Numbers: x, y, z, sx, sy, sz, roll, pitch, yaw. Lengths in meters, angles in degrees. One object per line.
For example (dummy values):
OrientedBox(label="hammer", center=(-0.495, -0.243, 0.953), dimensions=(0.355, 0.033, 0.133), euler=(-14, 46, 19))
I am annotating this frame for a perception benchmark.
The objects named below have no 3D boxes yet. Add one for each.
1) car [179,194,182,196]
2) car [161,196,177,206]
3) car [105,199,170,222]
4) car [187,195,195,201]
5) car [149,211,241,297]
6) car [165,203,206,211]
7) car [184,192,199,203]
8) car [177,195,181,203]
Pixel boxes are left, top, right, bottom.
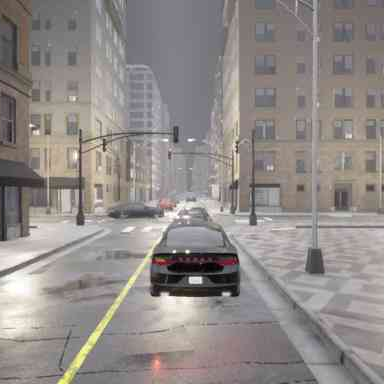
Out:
OrientedBox(label="car", center=(-3.179, 1.501, 59.701), dimensions=(1.837, 1.490, 4.892), euler=(0, 0, 0))
OrientedBox(label="car", center=(-3.172, 1.474, 39.796), dimensions=(1.882, 1.535, 5.008), euler=(0, 0, -1))
OrientedBox(label="car", center=(-4.502, 1.524, 26.456), dimensions=(4.674, 1.442, 1.812), euler=(0, 1, -27))
OrientedBox(label="car", center=(-0.163, 1.450, 80.339), dimensions=(1.837, 1.490, 4.892), euler=(0, 0, 0))
OrientedBox(label="car", center=(0.059, 1.477, 8.618), dimensions=(1.882, 1.535, 5.008), euler=(0, 0, 0))
OrientedBox(label="car", center=(0.073, 1.546, 18.428), dimensions=(2.033, 1.411, 5.357), euler=(0, 0, 5))
OrientedBox(label="car", center=(-0.142, 1.350, 70.285), dimensions=(2.097, 1.767, 4.553), euler=(0, 0, 0))
OrientedBox(label="car", center=(-3.159, 1.544, 49.527), dimensions=(2.033, 1.411, 5.357), euler=(0, 0, 0))
